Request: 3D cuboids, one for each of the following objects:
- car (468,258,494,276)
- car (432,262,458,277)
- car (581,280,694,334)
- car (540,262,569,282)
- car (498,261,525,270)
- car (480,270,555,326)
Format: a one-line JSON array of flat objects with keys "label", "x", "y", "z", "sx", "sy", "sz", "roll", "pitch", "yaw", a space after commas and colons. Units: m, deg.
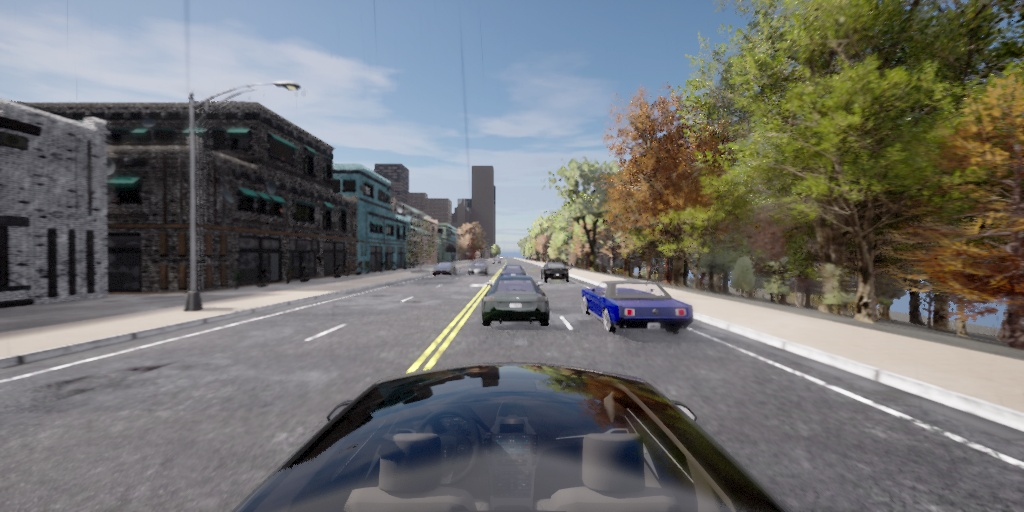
[{"label": "car", "x": -3.343, "y": 1.266, "z": 36.532, "sx": 2.128, "sy": 1.511, "sz": 4.902, "roll": 0, "pitch": 0, "yaw": 0}, {"label": "car", "x": -6.595, "y": 1.321, "z": 35.981, "sx": 2.033, "sy": 1.411, "sz": 5.357, "roll": 0, "pitch": 0, "yaw": 0}, {"label": "car", "x": 3.350, "y": 1.357, "z": 10.678, "sx": 1.895, "sy": 1.301, "sz": 4.718, "roll": 0, "pitch": 0, "yaw": 0}, {"label": "car", "x": 3.350, "y": 1.247, "z": 28.788, "sx": 1.882, "sy": 1.535, "sz": 5.008, "roll": 0, "pitch": 0, "yaw": 0}, {"label": "car", "x": 0.101, "y": 1.332, "z": 27.950, "sx": 1.994, "sy": 1.385, "sz": 4.181, "roll": 0, "pitch": 0, "yaw": 0}, {"label": "car", "x": 0.100, "y": 1.321, "z": 11.796, "sx": 1.994, "sy": 1.385, "sz": 4.181, "roll": 0, "pitch": 0, "yaw": 0}]
